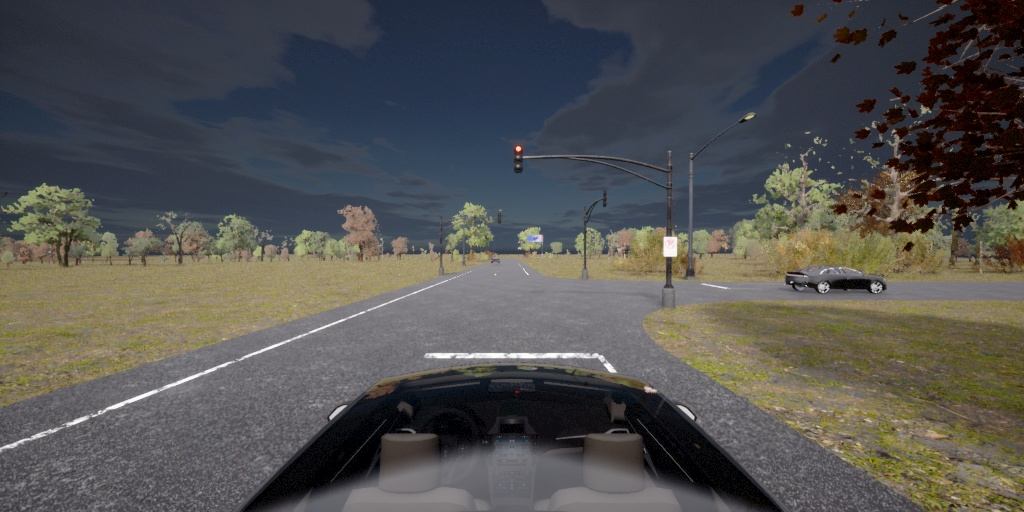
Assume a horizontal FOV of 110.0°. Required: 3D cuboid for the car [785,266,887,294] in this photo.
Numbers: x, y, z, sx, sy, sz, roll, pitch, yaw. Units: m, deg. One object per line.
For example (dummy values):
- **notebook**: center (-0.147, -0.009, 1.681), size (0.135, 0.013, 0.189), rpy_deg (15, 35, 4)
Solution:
- **car**: center (18.327, 1.308, 20.373), size (4.902, 1.511, 2.128), rpy_deg (0, 1, 0)
